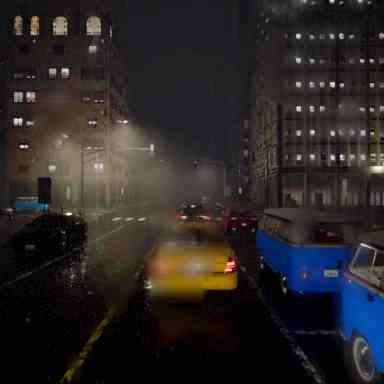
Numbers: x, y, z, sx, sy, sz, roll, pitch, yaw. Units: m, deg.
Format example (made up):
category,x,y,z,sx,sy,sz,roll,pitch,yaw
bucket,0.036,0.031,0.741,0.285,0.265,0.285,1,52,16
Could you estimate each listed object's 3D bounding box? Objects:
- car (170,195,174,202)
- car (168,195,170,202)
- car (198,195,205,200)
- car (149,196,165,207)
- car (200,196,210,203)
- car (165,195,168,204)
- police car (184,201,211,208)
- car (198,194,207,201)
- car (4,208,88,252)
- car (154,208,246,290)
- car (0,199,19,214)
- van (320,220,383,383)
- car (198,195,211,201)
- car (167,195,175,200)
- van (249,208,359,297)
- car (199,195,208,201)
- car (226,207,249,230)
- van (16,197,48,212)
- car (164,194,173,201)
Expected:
category,x,y,z,sx,sy,sz,roll,pitch,yaw
car,-5.688,1.517,74.499,2.008,1.369,4.403,1,0,0
car,-5.687,1.560,63.196,1.802,1.307,4.206,1,0,0
car,2.690,1.472,91.624,1.752,1.417,4.829,1,0,0
car,-5.686,1.572,51.893,1.802,1.307,4.206,1,0,0
car,2.693,1.517,68.848,1.887,1.381,4.507,1,0,0
car,-5.684,1.425,57.546,1.967,1.590,4.097,1,0,0
police car,0.102,1.505,19.375,2.038,1.542,4.974,0,0,0
car,2.692,1.394,85.803,1.967,1.590,4.097,1,0,0
car,-5.682,1.567,13.878,1.947,1.339,4.313,1,0,0
car,0.096,1.458,9.056,1.801,1.575,5.366,0,0,0
car,-19.847,1.620,32.380,4.403,1.369,2.008,0,0,1
van,2.703,1.342,2.720,1.690,1.788,3.998,1,0,0
car,2.693,1.529,63.196,2.008,1.369,4.403,1,0,0
car,-5.690,1.472,91.285,1.752,1.417,4.829,1,0,0
van,2.702,1.343,8.296,1.690,1.788,3.998,1,0,0
car,2.691,1.510,80.150,2.008,1.369,4.403,1,0,0
car,2.698,1.545,19.450,1.887,1.381,4.507,1,0,0
van,-19.740,1.524,40.761,3.998,1.788,1.690,0,0,1
car,-5.687,1.400,80.151,1.967,1.590,4.097,1,0,0
